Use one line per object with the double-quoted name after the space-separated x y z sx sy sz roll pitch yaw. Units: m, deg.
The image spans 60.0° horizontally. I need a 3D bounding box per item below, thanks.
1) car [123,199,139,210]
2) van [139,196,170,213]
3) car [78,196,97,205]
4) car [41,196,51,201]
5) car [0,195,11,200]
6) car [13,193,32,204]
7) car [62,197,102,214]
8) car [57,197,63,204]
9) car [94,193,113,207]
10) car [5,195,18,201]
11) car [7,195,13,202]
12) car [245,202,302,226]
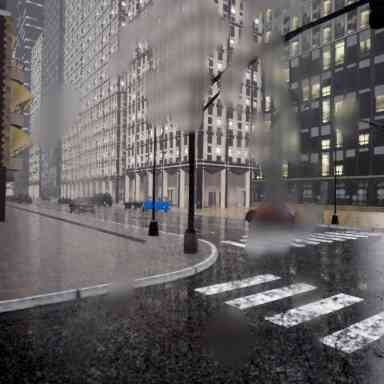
-7.367 1.584 42.326 2.008 1.369 4.403 1 -1 -35 "car"
-4.094 1.382 37.722 1.690 1.788 3.998 1 -1 -35 "van"
-18.521 1.525 58.824 1.837 1.490 4.892 1 -1 -35 "car"
-36.798 1.570 83.778 1.802 1.307 4.206 1 -1 -35 "car"
-46.803 1.365 83.398 1.752 1.417 4.829 1 -1 -35 "car"
-30.545 1.155 60.507 2.192 1.841 5.009 1 -1 -35 "car"
-10.930 1.427 32.870 2.008 1.369 4.403 1 -1 -35 "car"
-22.621 1.522 59.327 1.994 1.385 4.181 1 -1 -35 "car"
-14.513 1.255 53.121 2.150 2.045 5.566 1 -1 -35 "car"
-40.358 1.378 74.322 2.008 1.369 4.403 1 -1 -35 "car"
-37.089 1.396 69.717 1.947 1.339 4.313 1 -1 -35 "car"
5.715 1.505 23.904 1.967 1.590 4.097 1 -1 -35 "car"
